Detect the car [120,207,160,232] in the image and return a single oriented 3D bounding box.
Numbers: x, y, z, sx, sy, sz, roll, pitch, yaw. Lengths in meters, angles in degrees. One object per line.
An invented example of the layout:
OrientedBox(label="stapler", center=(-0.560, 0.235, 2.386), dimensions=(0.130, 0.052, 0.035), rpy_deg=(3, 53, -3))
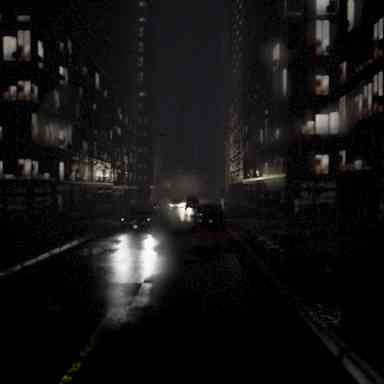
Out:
OrientedBox(label="car", center=(-3.104, 1.606, 20.492), dimensions=(1.895, 1.301, 4.718), rpy_deg=(0, 0, 0))

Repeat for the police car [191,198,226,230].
OrientedBox(label="police car", center=(1.046, 1.432, 21.298), dimensions=(1.930, 1.638, 5.238), rpy_deg=(0, 0, 0))

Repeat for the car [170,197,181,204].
OrientedBox(label="car", center=(-3.042, 1.649, 62.315), dimensions=(1.895, 1.301, 4.718), rpy_deg=(0, 0, 1))

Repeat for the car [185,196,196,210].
OrientedBox(label="car", center=(0.034, 1.573, 43.681), dimensions=(2.033, 1.411, 5.357), rpy_deg=(0, 0, 1))
